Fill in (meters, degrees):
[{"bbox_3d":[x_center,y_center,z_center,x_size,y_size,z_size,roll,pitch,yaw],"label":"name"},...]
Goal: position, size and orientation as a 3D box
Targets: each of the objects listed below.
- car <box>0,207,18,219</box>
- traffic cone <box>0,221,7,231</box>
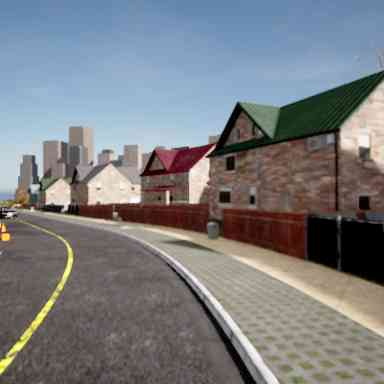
[{"bbox_3d":[-24.472,2.767,43.947,2.128,1.511,4.902,0,-2,-41],"label":"car"},{"bbox_3d":[-13.826,2.593,24.521,0.340,0.580,0.340,0,-2,-33],"label":"traffic cone"}]
